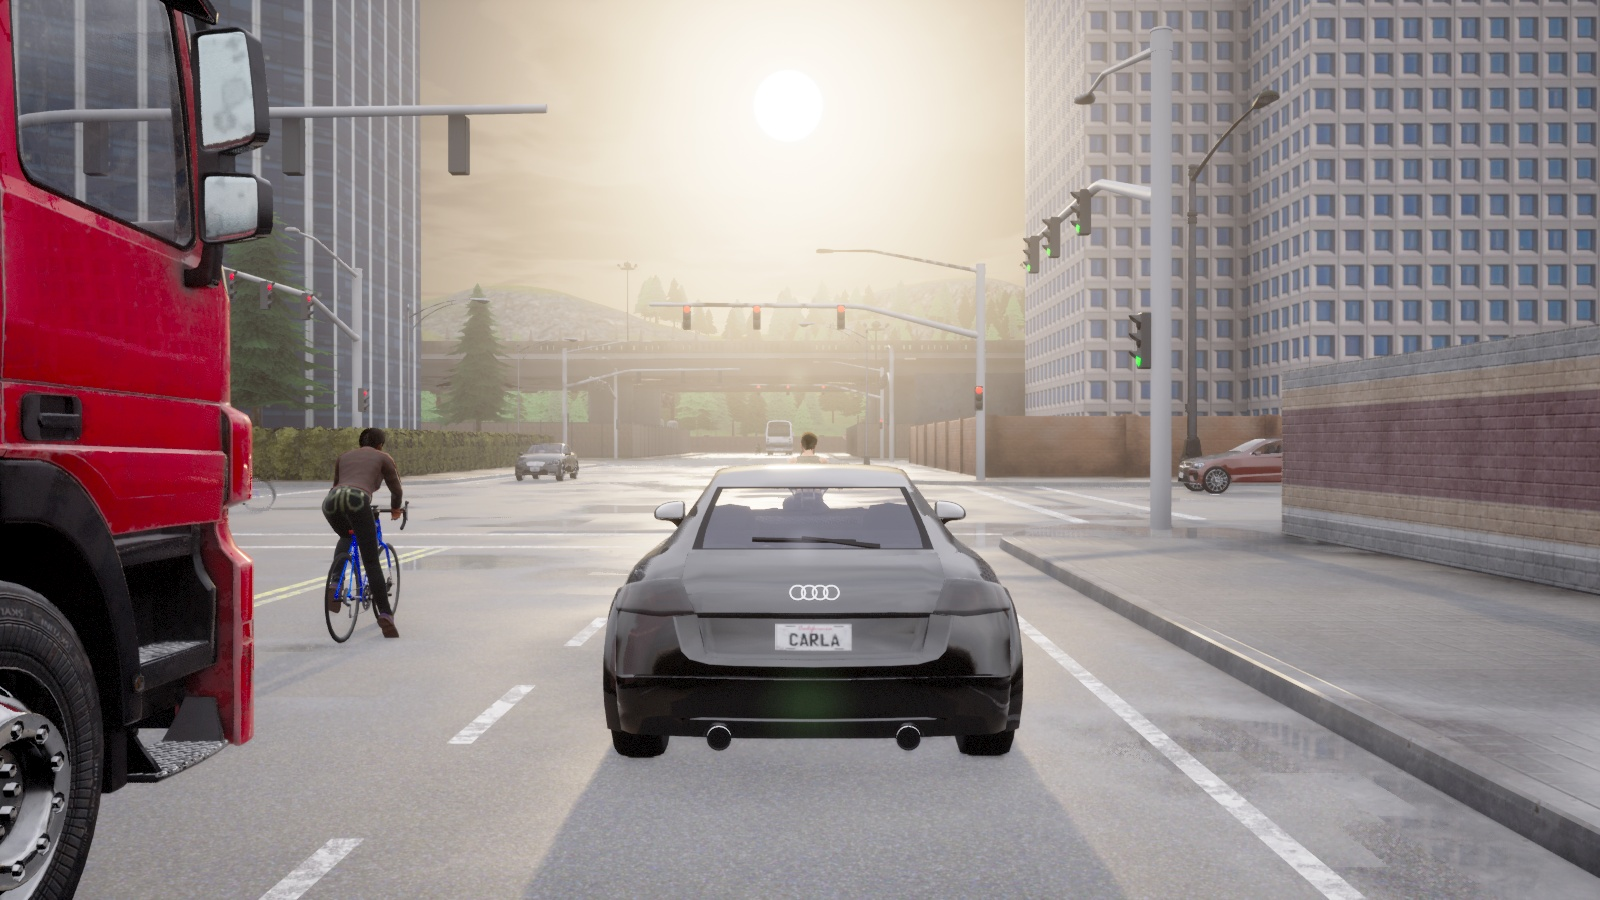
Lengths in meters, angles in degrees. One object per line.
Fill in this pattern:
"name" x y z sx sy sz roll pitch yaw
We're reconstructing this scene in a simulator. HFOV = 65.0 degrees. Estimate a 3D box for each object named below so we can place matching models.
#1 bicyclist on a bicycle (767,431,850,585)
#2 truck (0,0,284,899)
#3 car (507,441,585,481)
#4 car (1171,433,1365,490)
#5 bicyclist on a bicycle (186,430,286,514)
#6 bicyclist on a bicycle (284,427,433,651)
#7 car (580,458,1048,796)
"bicyclist on a bicycle" 0.093 0.604 13.963 0.866 1.612 1.509 0 0 0
"truck" -3.478 -0.243 0.926 2.891 3.462 7.936 0 0 0
"car" -10.185 0.408 50.752 2.128 1.511 4.902 0 0 0
"car" 13.928 0.324 37.603 5.027 1.651 2.152 0 0 1
"bicyclist on a bicycle" -12.099 0.455 26.972 1.843 1.776 0.659 0 0 -1
"bicyclist on a bicycle" -3.426 0.641 9.893 0.582 1.620 1.656 0 0 0
"car" 0.060 0.768 7.443 1.994 1.385 4.181 0 0 0
